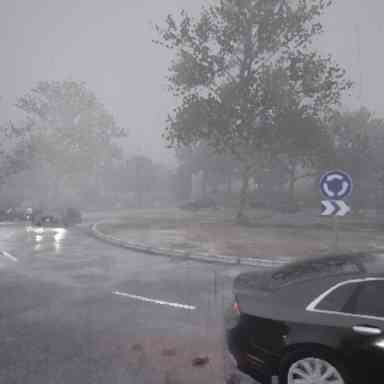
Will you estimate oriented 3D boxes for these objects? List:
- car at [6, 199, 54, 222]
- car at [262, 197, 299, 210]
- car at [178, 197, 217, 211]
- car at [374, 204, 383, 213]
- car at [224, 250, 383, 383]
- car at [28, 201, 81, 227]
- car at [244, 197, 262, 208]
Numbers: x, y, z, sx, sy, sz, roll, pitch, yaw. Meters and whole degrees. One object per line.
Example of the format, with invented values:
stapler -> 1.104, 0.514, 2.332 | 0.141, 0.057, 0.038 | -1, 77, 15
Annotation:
car -> -12.109, 1.352, 25.737 | 2.097, 1.767, 4.553 | 0, 0, 9
car -> 11.325, 1.559, 41.953 | 4.181, 1.385, 1.994 | 1, 0, 7
car -> 0.647, 1.426, 40.104 | 4.892, 1.490, 1.837 | -1, -1, -25
car -> 22.459, 1.675, 35.938 | 1.895, 1.301, 4.718 | 0, 0, -37
car -> 2.810, 1.505, 3.675 | 4.892, 1.490, 1.837 | 0, 1, 19
car -> -9.017, 1.563, 22.583 | 1.994, 1.385, 4.181 | 0, 0, -2
car -> 8.829, 1.450, 45.246 | 4.902, 1.511, 2.128 | 1, 0, 1
